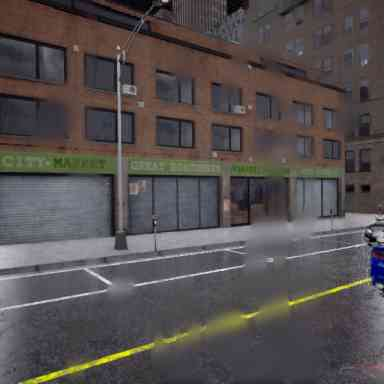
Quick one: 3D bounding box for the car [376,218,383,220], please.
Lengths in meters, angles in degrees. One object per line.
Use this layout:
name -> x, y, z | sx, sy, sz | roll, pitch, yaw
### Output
car -> 8.960, 1.489, 13.632 | 4.902, 1.511, 2.128 | 0, 0, -35

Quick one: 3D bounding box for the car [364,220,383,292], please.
car -> 6.055, 1.476, 7.632 | 5.008, 1.535, 1.882 | 1, 0, -36
